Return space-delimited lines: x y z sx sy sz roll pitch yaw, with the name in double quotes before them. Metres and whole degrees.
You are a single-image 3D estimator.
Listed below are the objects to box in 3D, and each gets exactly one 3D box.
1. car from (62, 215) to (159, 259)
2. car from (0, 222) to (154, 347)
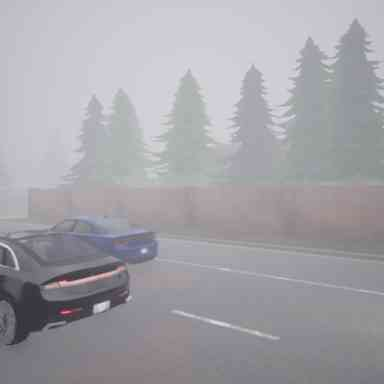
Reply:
"car" -3.332 1.479 10.699 5.008 1.535 1.882 0 0 36
"car" -3.310 1.493 6.371 4.902 1.511 2.128 0 0 36
